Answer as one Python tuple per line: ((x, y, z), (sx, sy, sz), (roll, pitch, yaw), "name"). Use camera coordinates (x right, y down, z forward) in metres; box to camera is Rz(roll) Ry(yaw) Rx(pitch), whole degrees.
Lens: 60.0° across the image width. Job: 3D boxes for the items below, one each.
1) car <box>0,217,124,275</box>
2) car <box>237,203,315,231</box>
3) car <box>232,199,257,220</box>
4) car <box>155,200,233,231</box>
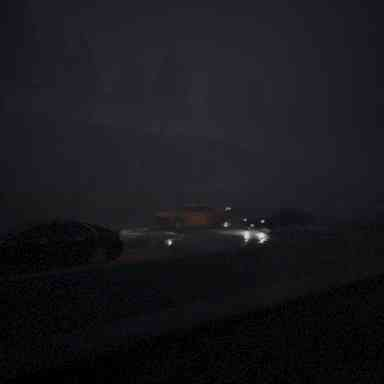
((-4.376, 1.522, 9.474), (4.892, 1.490, 1.837), (1, -1, -36), "car")
((5.671, 1.595, 21.212), (5.357, 1.411, 2.033), (0, 0, -37), "car")
((3.900, 1.411, 28.663), (4.553, 1.767, 2.097), (0, 0, -37), "car")
((-0.003, 1.520, 21.338), (5.008, 1.535, 1.882), (0, 0, -37), "car")
